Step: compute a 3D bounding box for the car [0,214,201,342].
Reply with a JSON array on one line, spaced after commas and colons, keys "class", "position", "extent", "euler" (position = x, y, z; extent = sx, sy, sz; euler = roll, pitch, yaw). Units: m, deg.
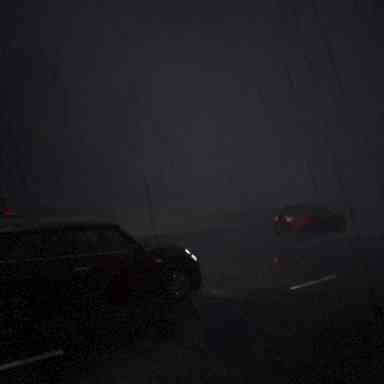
[{"class": "car", "position": [-2.002, 1.371, 6.764], "extent": [4.553, 1.767, 2.097], "euler": [0, 0, -36]}]

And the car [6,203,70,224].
[{"class": "car", "position": [-11.907, 1.622, 25.822], "extent": [4.181, 1.385, 1.994], "euler": [0, 0, -38]}]

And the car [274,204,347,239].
[{"class": "car", "position": [6.468, 1.435, 17.990], "extent": [4.553, 1.767, 2.097], "euler": [0, 0, -40]}]

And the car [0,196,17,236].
[{"class": "car", "position": [-12.175, 1.246, 16.873], "extent": [5.566, 2.045, 2.150], "euler": [0, 0, -36]}]

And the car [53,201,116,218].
[{"class": "car", "position": [-10.150, 1.631, 31.638], "extent": [5.357, 1.411, 2.033], "euler": [0, 0, -39]}]
